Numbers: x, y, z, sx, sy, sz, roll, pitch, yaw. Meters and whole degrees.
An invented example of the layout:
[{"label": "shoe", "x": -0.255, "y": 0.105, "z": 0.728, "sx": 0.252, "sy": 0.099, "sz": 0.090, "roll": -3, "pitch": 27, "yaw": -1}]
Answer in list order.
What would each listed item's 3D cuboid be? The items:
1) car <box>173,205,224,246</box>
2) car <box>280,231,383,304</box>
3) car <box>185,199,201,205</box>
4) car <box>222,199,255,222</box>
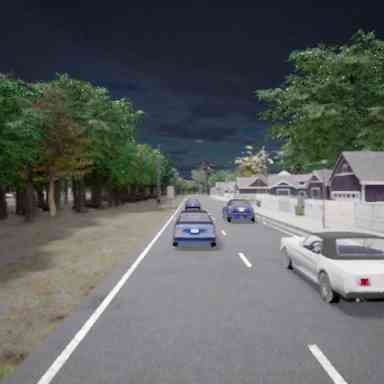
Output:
[{"label": "car", "x": 0.102, "y": 1.541, "z": 15.298, "sx": 2.033, "sy": 1.411, "sz": 5.357, "roll": 0, "pitch": 0, "yaw": 0}, {"label": "car", "x": 3.602, "y": 1.598, "z": 8.080, "sx": 1.895, "sy": 1.301, "sz": 4.718, "roll": 0, "pitch": 0, "yaw": 0}, {"label": "car", "x": 0.110, "y": 1.536, "z": 42.201, "sx": 1.994, "sy": 1.385, "sz": 4.181, "roll": 0, "pitch": 0, "yaw": 0}, {"label": "car", "x": 3.607, "y": 1.340, "z": 26.338, "sx": 2.097, "sy": 1.767, "sz": 4.553, "roll": 0, "pitch": 0, "yaw": 0}]
